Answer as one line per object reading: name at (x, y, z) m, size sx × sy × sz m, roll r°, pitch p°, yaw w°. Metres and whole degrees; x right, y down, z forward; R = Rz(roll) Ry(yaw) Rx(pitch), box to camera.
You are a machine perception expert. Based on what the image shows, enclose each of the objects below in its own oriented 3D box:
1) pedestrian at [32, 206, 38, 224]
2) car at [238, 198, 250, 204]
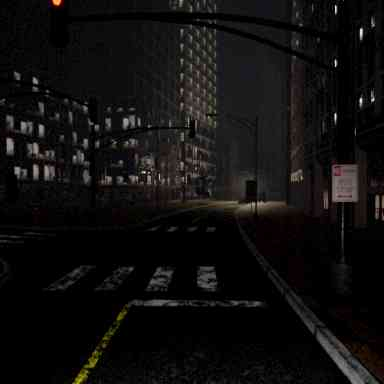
pedestrian at (-9.392, 1.345, 19.878) m, size 0.500 × 1.100 × 0.500 m, roll 0°, pitch 0°, yaw 17°
car at (10.842, 1.863, 69.010) m, size 1.895 × 1.301 × 4.718 m, roll 0°, pitch 0°, yaw 18°
